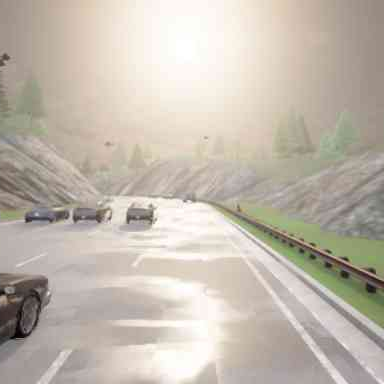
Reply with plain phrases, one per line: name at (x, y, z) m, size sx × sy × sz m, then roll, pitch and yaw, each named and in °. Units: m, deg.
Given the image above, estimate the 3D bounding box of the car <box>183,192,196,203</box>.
car at (-0.517, 1.028, 65.464) m, size 2.150 × 2.045 × 5.566 m, roll 0°, pitch 0°, yaw -8°

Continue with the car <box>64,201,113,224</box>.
car at (-7.004, 1.416, 23.813) m, size 2.128 × 1.511 × 4.902 m, roll 0°, pitch 0°, yaw -1°

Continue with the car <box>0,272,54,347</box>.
car at (-3.394, 1.535, 3.472) m, size 2.033 × 1.411 × 5.357 m, roll 0°, pitch 0°, yaw 0°

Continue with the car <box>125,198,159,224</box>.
car at (-3.505, 1.418, 23.830) m, size 2.128 × 1.511 × 4.902 m, roll 0°, pitch 0°, yaw -1°

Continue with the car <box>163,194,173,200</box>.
car at (-6.077, 1.229, 84.940) m, size 1.812 × 1.442 × 4.674 m, roll 0°, pitch 0°, yaw -19°

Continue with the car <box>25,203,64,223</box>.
car at (-10.512, 1.485, 24.513) m, size 1.994 × 1.385 × 4.181 m, roll 0°, pitch 0°, yaw -1°
